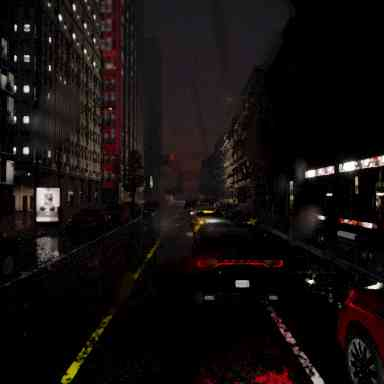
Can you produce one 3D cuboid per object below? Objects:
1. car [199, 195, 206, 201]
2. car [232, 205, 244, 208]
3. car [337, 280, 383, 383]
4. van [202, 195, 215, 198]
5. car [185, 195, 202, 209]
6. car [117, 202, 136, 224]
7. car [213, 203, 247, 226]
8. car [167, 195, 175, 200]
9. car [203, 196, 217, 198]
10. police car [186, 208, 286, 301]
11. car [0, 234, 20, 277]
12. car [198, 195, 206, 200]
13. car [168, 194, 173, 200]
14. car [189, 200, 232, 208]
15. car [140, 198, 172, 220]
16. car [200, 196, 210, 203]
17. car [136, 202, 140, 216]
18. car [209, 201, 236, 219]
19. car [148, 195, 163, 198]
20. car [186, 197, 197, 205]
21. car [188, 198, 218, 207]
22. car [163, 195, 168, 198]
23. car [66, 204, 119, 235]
[{"bbox_3d":[2.671,1.527,86.682,1.802,1.307,4.206,1,0,0],"label":"car"},{"bbox_3d":[2.693,1.525,18.972,1.752,1.417,4.829,1,0,0],"label":"car"},{"bbox_3d":[2.702,1.316,1.832,2.192,1.841,5.009,1,0,0],"label":"car"},{"bbox_3d":[2.686,1.326,47.085,1.690,1.788,3.998,1,0,0],"label":"van"},{"bbox_3d":[-0.010,1.463,45.861,1.882,1.535,5.008,0,0,0],"label":"car"},{"bbox_3d":[-5.689,1.543,24.489,1.887,1.381,4.507,1,0,0],"label":"car"},{"bbox_3d":[2.691,1.564,24.458,1.947,1.339,4.313,1,0,0],"label":"car"},{"bbox_3d":[-5.711,1.503,92.371,1.947,1.339,4.313,1,0,0],"label":"car"},{"bbox_3d":[2.685,1.554,41.428,1.947,1.339,4.313,1,0,0],"label":"car"},{"bbox_3d":[0.896,1.426,8.507,1.930,1.638,5.238,0,0,0],"label":"police car"},{"bbox_3d":[-5.683,1.546,7.519,1.887,1.381,4.507,1,0,0],"label":"car"},{"bbox_3d":[2.669,1.488,92.338,2.008,1.369,4.403,1,0,0],"label":"car"},{"bbox_3d":[-5.702,1.406,69.744,1.967,1.590,4.097,1,0,0],"label":"car"},{"bbox_3d":[0.893,1.455,18.588,1.801,1.575,5.366,0,0,0],"label":"car"},{"bbox_3d":[-3.009,1.522,28.403,1.812,1.442,4.674,0,0,0],"label":"car"},{"bbox_3d":[2.676,1.548,69.711,1.802,1.307,4.206,1,0,0],"label":"car"},{"bbox_3d":[-5.691,1.561,30.146,1.947,1.339,4.313,1,0,0],"label":"car"},{"bbox_3d":[2.689,1.546,30.115,2.008,1.369,4.403,1,0,0],"label":"car"},{"bbox_3d":[-5.695,1.425,47.118,1.967,1.590,4.097,1,0,0],"label":"car"},{"bbox_3d":[-0.021,1.576,60.023,1.895,1.301,4.718,0,0,0],"label":"car"},{"bbox_3d":[0.807,1.454,24.586,1.801,1.575,5.366,0,0,0],"label":"car"},{"bbox_3d":[-5.701,1.558,58.431,1.802,1.307,4.206,1,0,0],"label":"car"},{"bbox_3d":[-5.688,1.582,18.832,1.802,1.307,4.206,1,0,0],"label":"car"}]
